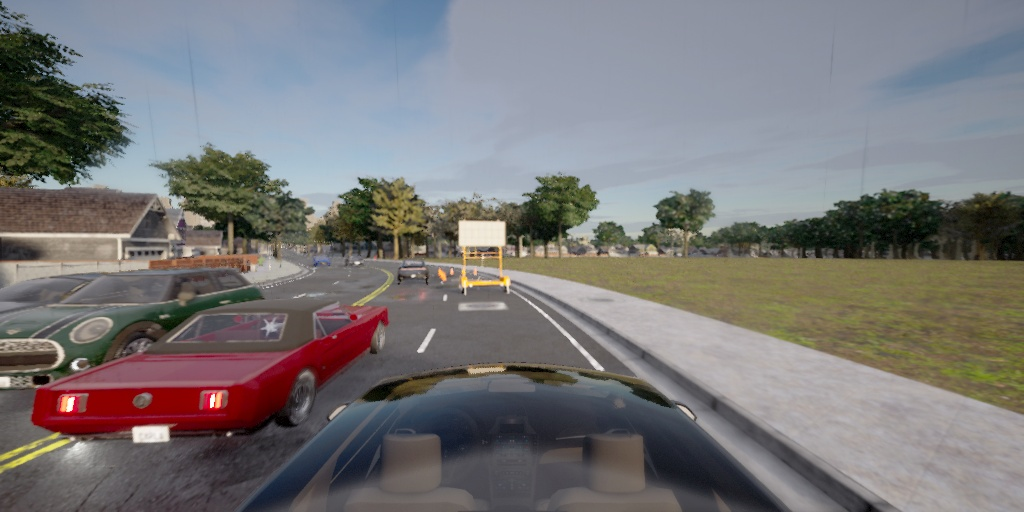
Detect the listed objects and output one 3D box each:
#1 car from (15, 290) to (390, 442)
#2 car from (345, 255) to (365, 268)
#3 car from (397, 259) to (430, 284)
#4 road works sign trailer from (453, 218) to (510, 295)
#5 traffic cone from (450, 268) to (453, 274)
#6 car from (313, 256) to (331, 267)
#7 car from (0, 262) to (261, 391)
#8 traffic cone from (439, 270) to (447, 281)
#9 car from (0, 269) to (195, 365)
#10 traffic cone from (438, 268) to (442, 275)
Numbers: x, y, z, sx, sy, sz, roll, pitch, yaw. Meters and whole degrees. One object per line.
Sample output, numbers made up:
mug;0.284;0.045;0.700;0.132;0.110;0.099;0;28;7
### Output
car;-3.402;1.303;5.482;1.895;1.301;4.718;0;1;-3
car;-20.224;0.689;45.989;2.128;1.511;4.902;-1;1;-32
car;-6.346;0.931;23.165;2.128;1.511;4.902;-1;1;-15
road works sign trailer;-1.489;-0.041;17.843;2.380;3.560;2.880;0;0;-15
traffic cone;-5.086;1.272;30.332;0.340;0.580;0.340;0;0;-14
car;-26.063;0.686;49.043;1.882;1.535;5.008;-1;1;-33
car;-7.007;1.046;6.963;2.097;1.767;4.553;0;1;-5
traffic cone;-4.571;1.366;24.272;0.340;0.580;0.340;0;0;-14
car;-10.384;1.191;8.489;1.837;1.490;4.892;0;1;-6
traffic cone;-5.066;1.338;26.210;0.340;0.580;0.340;0;0;-14
